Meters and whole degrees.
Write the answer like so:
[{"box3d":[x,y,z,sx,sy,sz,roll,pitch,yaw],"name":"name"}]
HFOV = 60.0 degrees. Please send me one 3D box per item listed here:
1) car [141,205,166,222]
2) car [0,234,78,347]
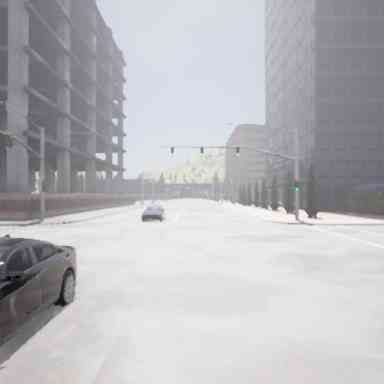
[{"box3d":[-3.410,1.910,30.373,2.033,1.411,5.357,0,-1,0],"name":"car"},{"box3d":[-3.481,1.547,5.462,1.882,1.535,5.008,0,-1,0],"name":"car"}]
